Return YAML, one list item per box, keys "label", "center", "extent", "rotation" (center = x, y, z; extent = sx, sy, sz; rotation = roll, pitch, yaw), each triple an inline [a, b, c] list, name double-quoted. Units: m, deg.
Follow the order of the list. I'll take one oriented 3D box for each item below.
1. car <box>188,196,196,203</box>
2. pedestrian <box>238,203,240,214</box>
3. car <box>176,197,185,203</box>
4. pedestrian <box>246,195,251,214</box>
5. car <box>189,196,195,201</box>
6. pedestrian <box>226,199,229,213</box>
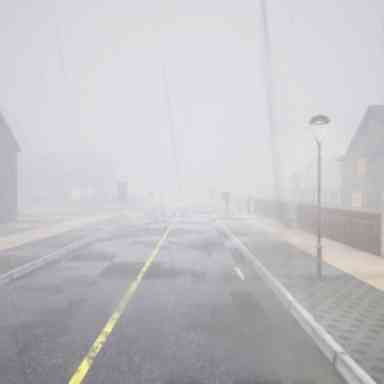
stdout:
- label: "car"
  center: [-0.005, 1.933, 83.269]
  extent: [1.994, 1.385, 4.181]
  rotation: [0, -1, 0]
- label: "pedestrian"
  center: [4.508, 1.545, 31.869]
  extent: [0.500, 1.100, 0.500]
  rotation: [-1, 1, 0]
- label: "car"
  center: [-2.754, 1.856, 78.088]
  extent: [2.128, 1.511, 4.902]
  rotation: [0, -1, 0]
- label: "pedestrian"
  center: [5.508, 1.186, 32.465]
  extent: [0.375, 1.860, 0.375]
  rotation: [-1, 1, 0]
- label: "car"
  center: [-0.006, 1.844, 93.695]
  extent: [1.837, 1.490, 4.892]
  rotation: [0, -1, 0]
- label: "pedestrian"
  center: [3.508, 1.179, 33.065]
  extent: [0.375, 1.860, 0.375]
  rotation: [-1, 1, 0]
